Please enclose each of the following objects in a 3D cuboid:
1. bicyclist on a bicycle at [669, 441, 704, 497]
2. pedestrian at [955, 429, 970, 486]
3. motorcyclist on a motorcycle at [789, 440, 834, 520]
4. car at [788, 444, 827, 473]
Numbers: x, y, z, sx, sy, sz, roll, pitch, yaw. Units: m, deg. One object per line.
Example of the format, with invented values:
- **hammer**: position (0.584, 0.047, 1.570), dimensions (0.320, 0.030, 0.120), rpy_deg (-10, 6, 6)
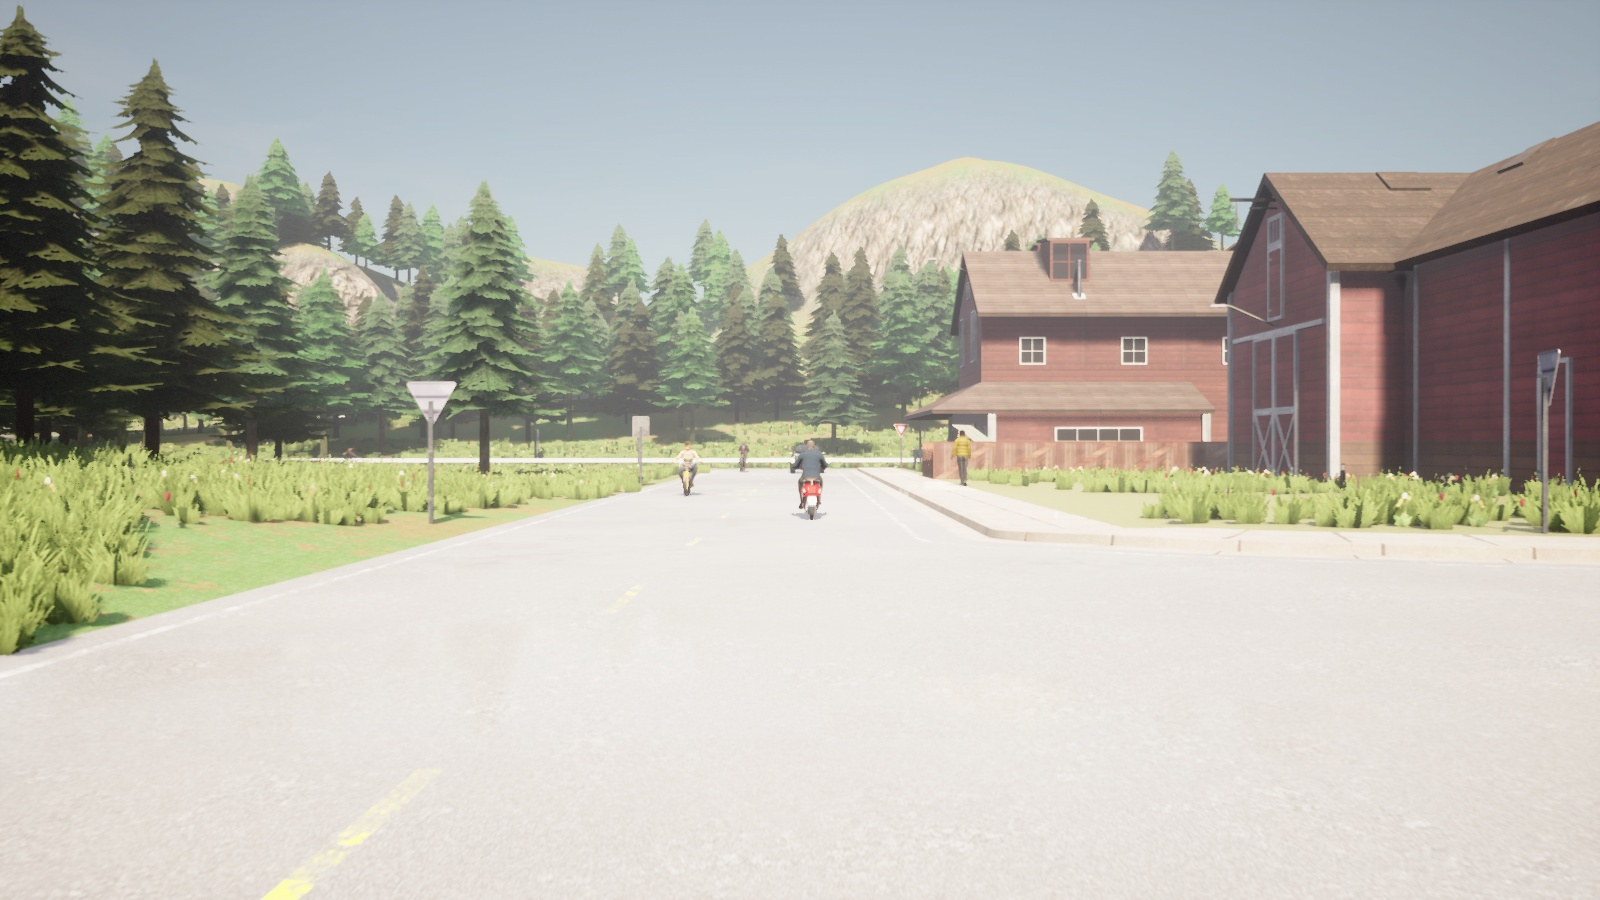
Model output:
- **bicyclist on a bicycle**: position (-3.282, 0.537, 36.466), dimensions (0.866, 1.612, 1.509), rpy_deg (0, 0, 0)
- **pedestrian**: position (5.307, 0.245, 40.978), dimensions (0.431, 1.840, 0.709), rpy_deg (0, 0, 3)
- **motorcyclist on a motorcycle**: position (0.217, 0.599, 25.875), dimensions (0.866, 1.590, 1.817), rpy_deg (0, 0, -1)
- **car**: position (0.401, 0.428, 67.644), dimensions (2.007, 1.525, 4.514), rpy_deg (0, 0, 0)
